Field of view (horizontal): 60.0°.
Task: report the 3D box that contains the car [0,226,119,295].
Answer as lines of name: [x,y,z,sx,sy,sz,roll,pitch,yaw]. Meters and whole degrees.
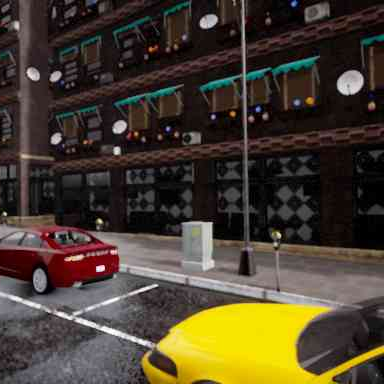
car: [-3.852,1.537,8.542,4.507,1.381,1.887,0,-1,34]

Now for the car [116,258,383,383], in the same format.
car: [2.021,1.469,2.473,5.366,1.575,1.801,0,0,34]
